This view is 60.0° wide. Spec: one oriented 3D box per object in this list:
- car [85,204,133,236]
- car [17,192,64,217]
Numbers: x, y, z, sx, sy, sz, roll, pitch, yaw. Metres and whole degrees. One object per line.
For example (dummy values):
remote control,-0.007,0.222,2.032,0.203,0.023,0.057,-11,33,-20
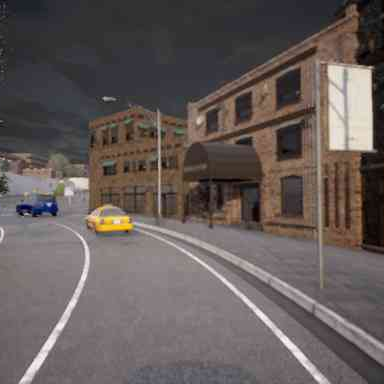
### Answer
car,-4.806,1.472,18.772,1.801,1.575,5.366,0,0,-26
car,-14.891,1.312,32.001,5.566,2.045,2.150,-1,-1,43
